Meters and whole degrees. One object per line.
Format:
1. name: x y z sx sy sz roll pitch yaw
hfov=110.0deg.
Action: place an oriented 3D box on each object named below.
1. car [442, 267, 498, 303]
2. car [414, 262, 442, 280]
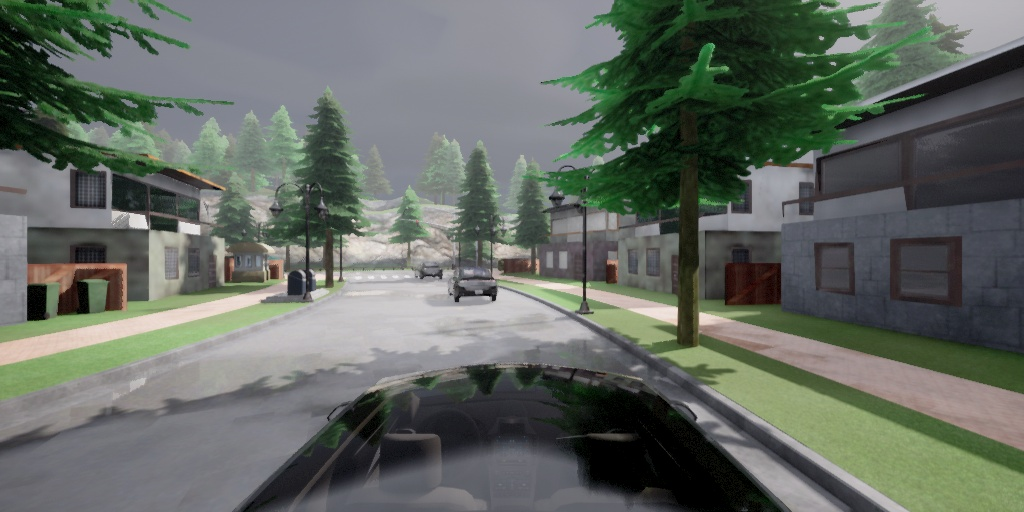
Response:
1. car: -1.937 1.243 16.807 2.128 1.511 4.902 0 0 -14
2. car: -7.272 1.243 31.090 2.128 1.511 4.902 0 0 -23
